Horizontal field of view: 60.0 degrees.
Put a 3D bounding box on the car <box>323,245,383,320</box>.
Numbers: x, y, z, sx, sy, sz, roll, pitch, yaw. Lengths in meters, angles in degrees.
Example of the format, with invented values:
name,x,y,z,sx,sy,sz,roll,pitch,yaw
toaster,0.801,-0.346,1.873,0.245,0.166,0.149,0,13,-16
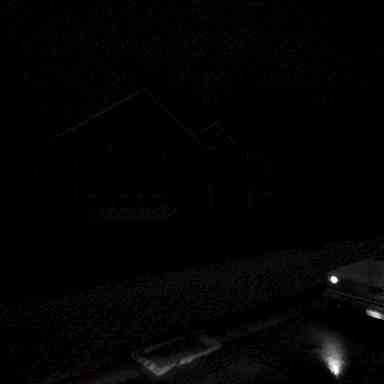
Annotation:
name,x,y,z,sx,sy,sz,roll,pitch,yaw
car,4.639,1.604,6.548,4.718,1.301,1.895,0,-1,-37
